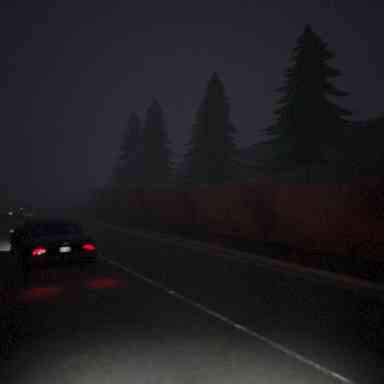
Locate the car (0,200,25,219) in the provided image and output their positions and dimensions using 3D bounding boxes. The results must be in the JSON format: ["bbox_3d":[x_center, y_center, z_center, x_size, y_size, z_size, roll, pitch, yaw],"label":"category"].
[{"bbox_3d":[-14.910,1.420,27.461,1.812,1.442,4.674,0,0,-27],"label":"car"}]

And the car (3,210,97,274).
[{"bbox_3d":[-4.608,1.511,10.642,2.033,1.411,5.357,0,0,-33],"label":"car"}]
